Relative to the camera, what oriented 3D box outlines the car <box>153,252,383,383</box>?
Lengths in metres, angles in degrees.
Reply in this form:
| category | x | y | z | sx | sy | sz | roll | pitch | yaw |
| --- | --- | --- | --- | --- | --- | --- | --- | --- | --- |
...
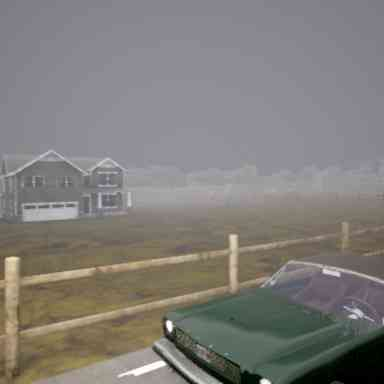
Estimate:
| category | x | y | z | sx | sy | sz | roll | pitch | yaw |
| --- | --- | --- | --- | --- | --- | --- | --- | --- | --- |
| car | 1.913 | 1.595 | 4.386 | 4.718 | 1.301 | 1.895 | 0 | 0 | -35 |
